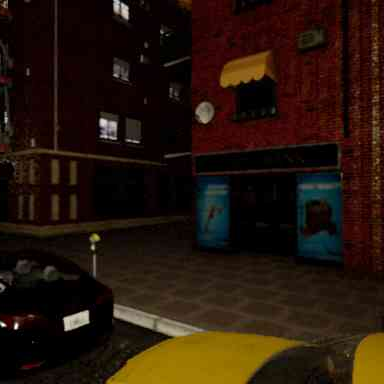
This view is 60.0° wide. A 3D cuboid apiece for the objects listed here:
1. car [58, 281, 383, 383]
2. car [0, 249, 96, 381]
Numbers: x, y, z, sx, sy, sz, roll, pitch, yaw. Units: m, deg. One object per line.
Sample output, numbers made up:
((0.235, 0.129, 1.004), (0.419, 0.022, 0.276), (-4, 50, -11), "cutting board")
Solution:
((1.390, 1.547, 2.028), (4.829, 1.417, 1.752), (0, -1, 36), "car")
((-3.073, 1.586, 5.238), (4.313, 1.339, 1.947), (0, -1, 36), "car")
